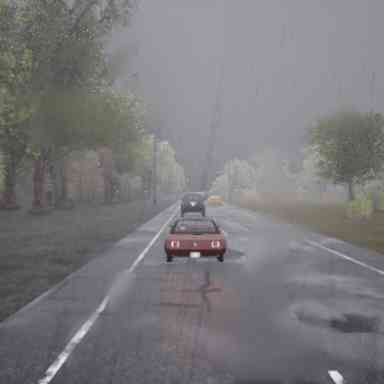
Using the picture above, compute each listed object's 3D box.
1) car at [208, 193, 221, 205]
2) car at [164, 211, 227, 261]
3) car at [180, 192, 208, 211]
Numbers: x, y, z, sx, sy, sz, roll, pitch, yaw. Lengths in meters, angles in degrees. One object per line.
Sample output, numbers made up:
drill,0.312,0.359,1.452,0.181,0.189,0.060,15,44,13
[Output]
car,3.602,1.351,54.195,1.882,1.535,5.008,0,0,0
car,0.101,1.571,12.080,1.895,1.301,4.718,0,0,0
car,0.099,1.149,30.702,2.150,2.045,5.566,0,0,0
